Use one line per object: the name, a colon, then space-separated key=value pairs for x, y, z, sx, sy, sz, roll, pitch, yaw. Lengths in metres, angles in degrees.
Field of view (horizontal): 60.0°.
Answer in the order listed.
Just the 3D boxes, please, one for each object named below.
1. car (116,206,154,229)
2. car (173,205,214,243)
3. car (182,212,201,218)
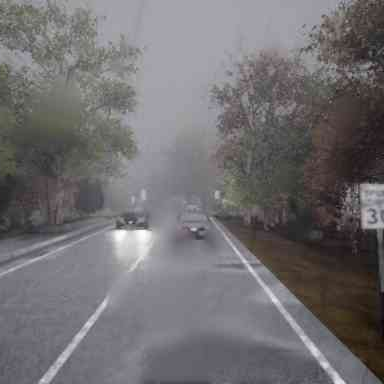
car: x=-3.641 y=1.625 z=21.781 sx=1.994 sy=1.385 sz=4.181 roll=0 pitch=0 yaw=0
car: x=0.066 y=1.588 z=16.167 sx=2.033 sy=1.411 sz=5.357 roll=0 pitch=0 yaw=0
car: x=-0.213 y=6.193 z=90.449 sx=4.892 sy=1.490 sz=1.837 roll=0 pitch=-5 yaw=8
